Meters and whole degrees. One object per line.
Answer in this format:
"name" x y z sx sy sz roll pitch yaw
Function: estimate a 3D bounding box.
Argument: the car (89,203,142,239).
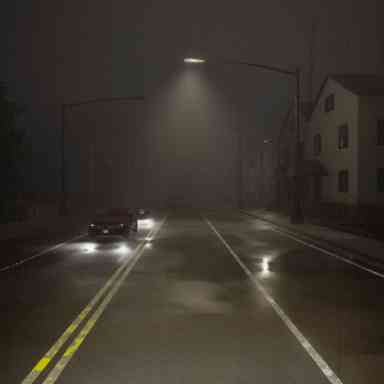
"car" -3.979 1.526 17.482 1.812 1.442 4.674 0 0 -1

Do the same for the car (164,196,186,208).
"car" -2.552 1.337 49.070 2.097 1.767 4.553 0 0 -21

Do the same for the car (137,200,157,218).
"car" -4.267 1.490 30.469 2.128 1.511 4.902 0 0 -1
